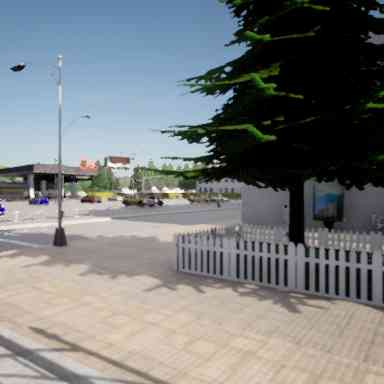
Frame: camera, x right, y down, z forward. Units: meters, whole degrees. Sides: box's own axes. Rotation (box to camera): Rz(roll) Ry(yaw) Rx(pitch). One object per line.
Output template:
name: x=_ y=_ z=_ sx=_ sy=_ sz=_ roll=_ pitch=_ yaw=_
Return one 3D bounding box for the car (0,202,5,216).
car: x=-18.368 y=1.411 z=29.826 sx=3.633 sy=1.501 sz=1.845 roll=0 pitch=0 yaw=36

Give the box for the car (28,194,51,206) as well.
car: x=-24.431 y=1.379 z=52.771 sx=3.633 sy=1.501 sz=1.845 roll=0 pitch=0 yaw=36

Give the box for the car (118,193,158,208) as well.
car: x=-7.313 y=1.135 z=44.764 sx=4.605 sy=1.855 sz=1.932 roll=0 pitch=0 yaw=36

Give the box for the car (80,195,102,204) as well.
car: x=-18.511 y=1.357 z=60.822 sx=4.514 sy=1.523 sz=2.007 roll=0 pitch=0 yaw=36

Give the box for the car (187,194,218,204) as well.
car: x=1.600 y=1.192 z=57.696 sx=5.027 sy=1.636 sz=2.152 roll=0 pitch=0 yaw=36

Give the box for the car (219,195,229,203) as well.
car: x=5.118 y=1.272 z=63.072 sx=3.806 sy=1.475 sz=1.970 roll=0 pitch=0 yaw=36

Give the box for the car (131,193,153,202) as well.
car: x=-10.600 y=1.156 z=70.470 sx=4.605 sy=1.855 sz=1.932 roll=0 pitch=0 yaw=36

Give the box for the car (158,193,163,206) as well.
car: x=-5.935 y=1.115 z=47.355 sx=3.866 sy=1.878 sz=1.905 roll=0 pitch=0 yaw=36

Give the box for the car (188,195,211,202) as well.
car: x=1.578 y=1.345 z=70.184 sx=4.514 sy=1.523 sz=2.007 roll=0 pitch=0 yaw=36

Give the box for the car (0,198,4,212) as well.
car: x=-22.610 y=1.430 z=36.605 sx=3.806 sy=1.475 sz=1.970 roll=0 pitch=0 yaw=36

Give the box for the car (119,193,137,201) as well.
car: x=-15.024 y=1.145 z=77.760 sx=3.866 sy=1.878 sz=1.905 roll=0 pitch=0 yaw=36

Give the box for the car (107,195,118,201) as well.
car: x=-17.475 y=1.430 z=75.433 sx=3.806 sy=1.475 sz=1.970 roll=0 pitch=0 yaw=36
